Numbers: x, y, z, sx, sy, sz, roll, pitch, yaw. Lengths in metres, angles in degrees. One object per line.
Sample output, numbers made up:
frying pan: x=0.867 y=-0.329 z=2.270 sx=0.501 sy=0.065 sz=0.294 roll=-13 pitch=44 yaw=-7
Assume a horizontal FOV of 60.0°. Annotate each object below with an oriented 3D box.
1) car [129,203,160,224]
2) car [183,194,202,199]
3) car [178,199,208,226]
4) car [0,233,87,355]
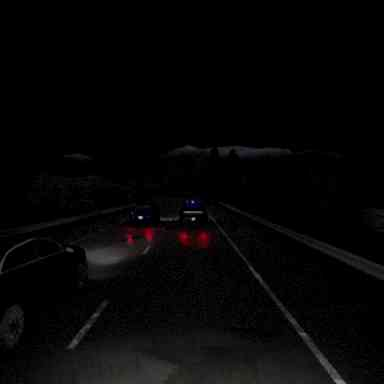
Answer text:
car: x=-3.405 y=1.516 z=24.298 sx=1.812 sy=1.442 sz=4.674 roll=0 pitch=0 yaw=0
car: x=0.089 y=1.207 z=40.527 sx=2.150 sy=2.045 sz=5.566 roll=0 pitch=0 yaw=0
car: x=0.095 y=1.481 z=23.089 sx=2.128 sy=1.511 sz=4.902 roll=0 pitch=0 yaw=0
car: x=-3.404 y=1.489 z=6.036 sx=2.128 sy=1.511 sz=4.902 roll=0 pitch=0 yaw=0
